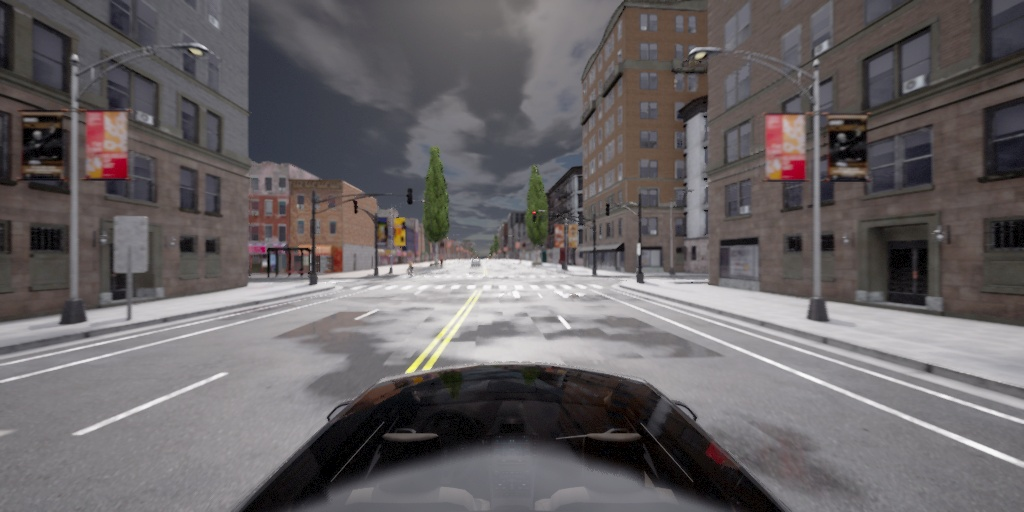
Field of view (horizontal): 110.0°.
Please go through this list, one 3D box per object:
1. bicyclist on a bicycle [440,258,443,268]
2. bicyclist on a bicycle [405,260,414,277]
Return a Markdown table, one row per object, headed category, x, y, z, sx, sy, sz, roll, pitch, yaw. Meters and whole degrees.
| category | x | y | z | sx | sy | sz | roll | pitch | yaw |
| --- | --- | --- | --- | --- | --- | --- | --- | --- | --- |
| bicyclist on a bicycle | -11.886 | 1.231 | 60.593 | 0.582 | 1.620 | 1.656 | 0 | 0 | -3 |
| bicyclist on a bicycle | -9.720 | 1.191 | 34.230 | 0.866 | 1.612 | 1.509 | 0 | 0 | -4 |
